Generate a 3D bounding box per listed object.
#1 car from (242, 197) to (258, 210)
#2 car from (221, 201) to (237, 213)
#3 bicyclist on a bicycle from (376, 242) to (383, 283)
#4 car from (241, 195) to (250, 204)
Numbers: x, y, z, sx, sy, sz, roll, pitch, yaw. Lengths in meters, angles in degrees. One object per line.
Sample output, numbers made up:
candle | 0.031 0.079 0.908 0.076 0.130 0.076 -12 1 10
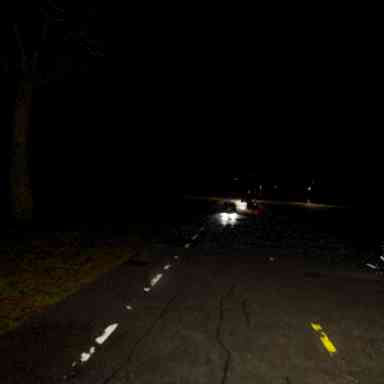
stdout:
car | 9.968 2.118 55.179 2.128 1.511 4.902 2 1 7
car | 5.019 1.985 44.601 2.128 1.511 4.902 2 0 7
bicyclist on a bicycle | 5.350 1.707 8.935 0.659 1.776 1.843 2 0 7
car | 12.592 1.707 77.800 2.150 2.045 5.566 2 1 7
